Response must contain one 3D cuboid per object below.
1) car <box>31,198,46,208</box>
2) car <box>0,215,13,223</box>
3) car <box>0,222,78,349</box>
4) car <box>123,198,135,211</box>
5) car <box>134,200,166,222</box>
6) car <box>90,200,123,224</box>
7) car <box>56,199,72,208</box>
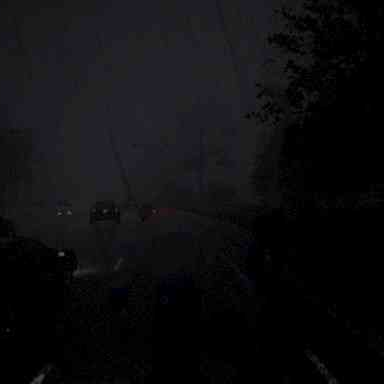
[{"bbox_3d":[-23.100,1.589,50.099,2.033,1.411,5.357,0,0,-26],"label":"car"},{"bbox_3d":[-7.944,1.513,11.732,2.128,1.511,4.902,0,0,-7],"label":"car"},{"bbox_3d":[-3.695,1.559,6.109,2.033,1.411,5.357,0,0,-4],"label":"car"},{"bbox_3d":[-8.034,1.531,42.169,2.128,1.511,4.902,0,0,-21],"label":"car"},{"bbox_3d":[-3.301,1.570,27.016,2.033,1.411,5.357,0,0,-14],"label":"car"},{"bbox_3d":[-6.607,1.377,25.540,2.097,1.767,4.553,0,0,-13],"label":"car"},{"bbox_3d":[-19.338,1.645,50.262,1.895,1.301,4.718,0,0,-26],"label":"car"}]
